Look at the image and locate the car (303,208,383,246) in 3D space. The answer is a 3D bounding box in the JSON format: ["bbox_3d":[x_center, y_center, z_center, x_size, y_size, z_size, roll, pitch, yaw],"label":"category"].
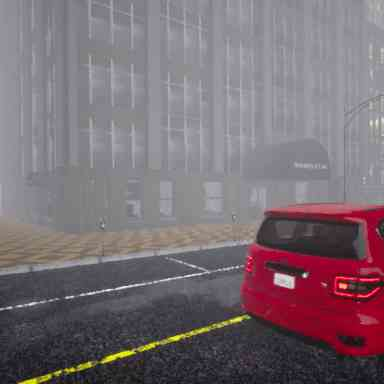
[{"bbox_3d":[7.474,1.542,15.764,4.507,1.381,1.887,0,-1,-35],"label":"car"}]

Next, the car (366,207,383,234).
[{"bbox_3d":[12.101,1.547,19.065,4.403,1.369,2.008,0,-1,-35],"label":"car"}]

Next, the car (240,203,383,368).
[{"bbox_3d":[3.306,1.219,5.780,5.566,2.045,2.150,0,0,-37],"label":"car"}]
